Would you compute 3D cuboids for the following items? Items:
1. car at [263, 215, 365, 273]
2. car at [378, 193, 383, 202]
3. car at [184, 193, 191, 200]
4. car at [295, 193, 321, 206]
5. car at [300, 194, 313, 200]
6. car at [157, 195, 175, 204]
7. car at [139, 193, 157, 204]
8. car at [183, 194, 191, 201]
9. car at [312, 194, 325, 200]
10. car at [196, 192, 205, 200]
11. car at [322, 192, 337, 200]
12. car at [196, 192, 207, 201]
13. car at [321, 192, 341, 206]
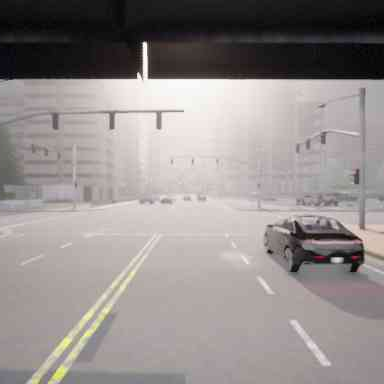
[{"bbox_3d":[3.572,1.471,10.575,2.128,1.511,4.902,0,0,0],"label":"car"},{"bbox_3d":[39.058,1.043,65.997,1.932,1.855,4.605,0,0,0],"label":"car"},{"bbox_3d":[-1.198,1.161,87.058,1.882,1.535,5.008,0,0,0],"label":"car"},{"bbox_3d":[16.621,1.073,48.417,1.932,1.855,4.605,0,0,0],"label":"car"},{"bbox_3d":[27.877,1.262,80.971,1.970,1.475,3.806,0,0,0],"label":"car"},{"bbox_3d":[-4.543,1.504,59.176,1.895,1.301,4.718,0,0,0],"label":"car"},{"bbox_3d":[-8.040,1.124,59.148,2.150,2.045,5.566,0,0,0],"label":"car"},{"bbox_3d":[-1.134,1.466,77.988,1.895,1.301,4.718,0,0,0],"label":"car"},{"bbox_3d":[30.772,1.230,80.980,1.784,1.438,3.905,0,0,0],"label":"car"},{"bbox_3d":[2.302,0.908,87.112,2.150,2.045,5.566,0,0,0],"label":"car"},{"bbox_3d":[33.455,1.019,81.039,1.932,1.855,4.605,0,0,0],"label":"car"},{"bbox_3d":[2.370,1.349,77.308,1.882,1.535,5.008,0,0,0],"label":"car"},{"bbox_3d":[19.516,1.076,48.372,1.905,1.878,3.866,0,0,0],"label":"car"}]
